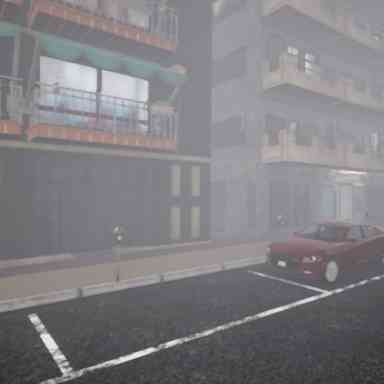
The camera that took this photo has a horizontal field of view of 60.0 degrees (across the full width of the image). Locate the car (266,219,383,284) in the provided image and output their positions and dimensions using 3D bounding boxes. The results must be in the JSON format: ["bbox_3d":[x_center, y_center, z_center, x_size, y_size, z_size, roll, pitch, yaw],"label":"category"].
[{"bbox_3d":[4.029,1.487,9.421,4.507,1.381,1.887,0,1,-35],"label":"car"}]
